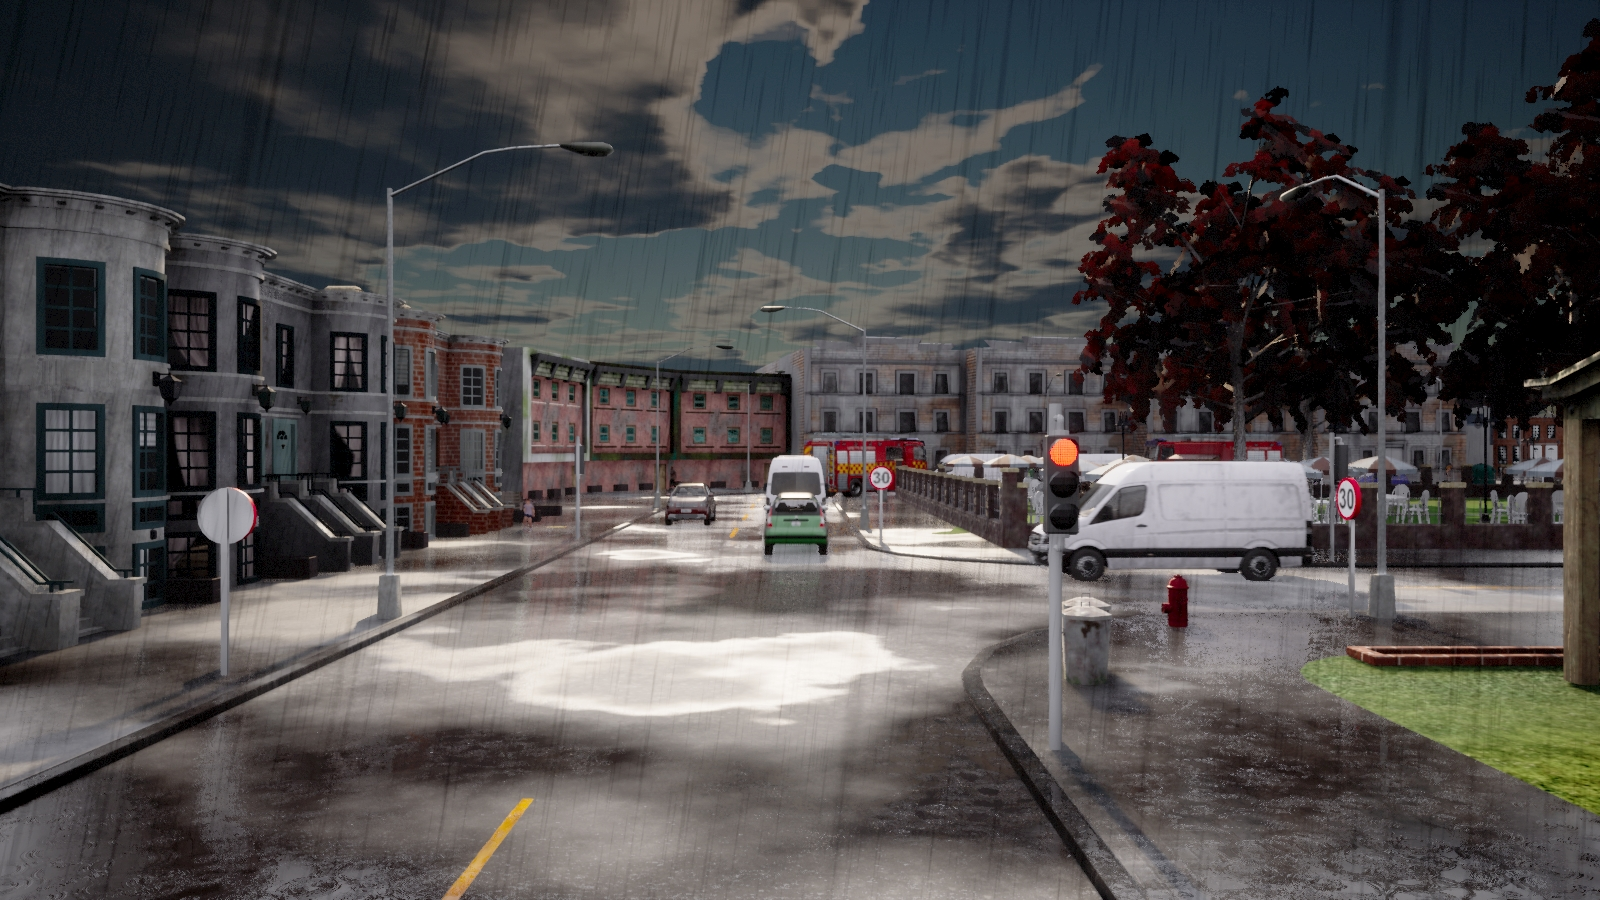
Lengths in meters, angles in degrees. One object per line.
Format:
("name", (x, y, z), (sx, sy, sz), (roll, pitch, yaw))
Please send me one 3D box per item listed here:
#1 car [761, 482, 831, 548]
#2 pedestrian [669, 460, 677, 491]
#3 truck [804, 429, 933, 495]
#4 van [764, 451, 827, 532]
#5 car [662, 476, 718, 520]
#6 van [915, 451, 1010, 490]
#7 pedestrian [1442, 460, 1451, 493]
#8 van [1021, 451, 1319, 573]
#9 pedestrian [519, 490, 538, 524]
("car", (-0.118, 1.779, 32.289), (1.851, 1.617, 3.988), (0, 0, 0))
("pedestrian", (-7.604, 1.525, 68.365), (0.375, 1.860, 0.375), (0, 0, 29))
("truck", (4.295, 0.672, 70.228), (8.468, 3.827, 2.891), (0, 0, -43))
("van", (-0.147, 1.315, 39.074), (1.988, 2.561, 5.915), (0, 0, 0))
("car", (-4.154, 1.806, 43.645), (1.789, 1.549, 3.705), (0, 0, 0))
("van", (10.550, 1.314, 74.428), (5.915, 2.561, 1.988), (0, 0, 0))
("pedestrian", (37.449, 1.524, 66.144), (0.375, 1.860, 0.375), (0, 0, 17))
("van", (8.027, 1.315, 25.189), (5.915, 2.561, 1.988), (0, 0, 0))
("pedestrian", (-9.073, 1.904, 38.212), (0.500, 1.100, 0.500), (0, 0, 4))
